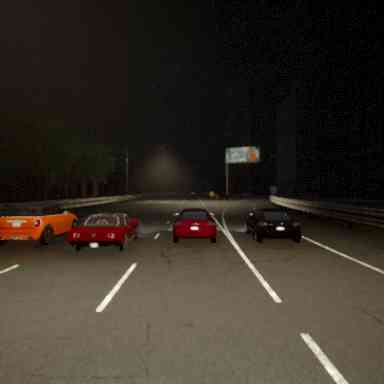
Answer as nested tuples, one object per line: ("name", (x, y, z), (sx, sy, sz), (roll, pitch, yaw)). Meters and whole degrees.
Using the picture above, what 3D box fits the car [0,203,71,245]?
("car", (-6.892, 1.293, 15.219), (2.097, 1.767, 4.553), (0, 0, 0))

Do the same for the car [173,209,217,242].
("car", (0.115, 1.500, 16.086), (1.994, 1.385, 4.181), (0, 0, 0))

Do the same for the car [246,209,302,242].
("car", (3.784, 1.500, 15.984), (1.994, 1.385, 4.181), (0, 0, 2))

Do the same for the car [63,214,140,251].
("car", (-3.391, 1.546, 13.796), (1.895, 1.301, 4.718), (0, 0, 0))
